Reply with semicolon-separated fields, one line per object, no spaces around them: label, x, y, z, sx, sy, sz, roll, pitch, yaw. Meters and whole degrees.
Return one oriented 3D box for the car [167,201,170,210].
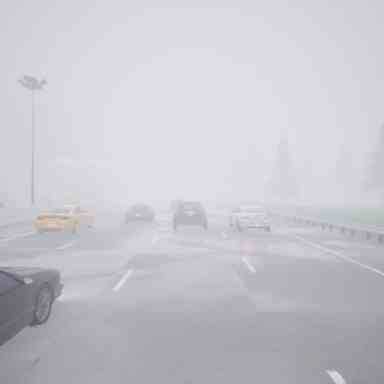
car;-1.897;1.507;40.665;1.837;1.490;4.892;0;0;-7

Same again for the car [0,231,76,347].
car;-3.399;1.548;3.995;2.033;1.411;5.357;0;0;0

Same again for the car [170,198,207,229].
car;-0.199;1.353;21.833;2.097;1.767;4.553;0;0;-3

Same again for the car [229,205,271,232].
car;3.393;1.526;19.963;1.812;1.442;4.674;0;0;-2

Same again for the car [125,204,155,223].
car;-3.891;1.565;25.283;1.994;1.385;4.181;0;0;-4

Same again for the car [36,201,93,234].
car;-7.069;1.479;18.942;1.882;1.535;5.008;0;0;-2
